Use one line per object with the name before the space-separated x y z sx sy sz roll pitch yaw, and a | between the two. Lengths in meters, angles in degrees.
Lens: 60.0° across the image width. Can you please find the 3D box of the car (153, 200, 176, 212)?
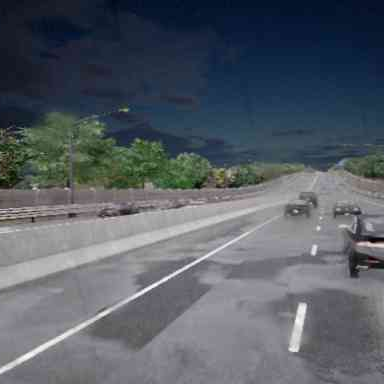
car | -2.565 1.722 37.144 1.837 1.490 4.892 -2 0 22

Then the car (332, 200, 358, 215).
car | 12.236 1.325 26.562 1.895 1.301 4.718 -2 0 22

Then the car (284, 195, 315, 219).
car | 8.735 1.309 27.269 1.882 1.535 5.008 -2 0 22

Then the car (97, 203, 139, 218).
car | -7.495 1.895 34.289 2.033 1.411 5.357 -2 0 22

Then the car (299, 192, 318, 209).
car | 14.452 0.970 41.467 2.150 2.045 5.566 -2 -1 22

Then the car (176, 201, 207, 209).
car | 0.392 1.719 35.129 1.895 1.301 4.718 -2 0 22

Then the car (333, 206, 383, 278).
car | 5.293 1.356 9.373 2.128 1.511 4.902 -2 0 22
